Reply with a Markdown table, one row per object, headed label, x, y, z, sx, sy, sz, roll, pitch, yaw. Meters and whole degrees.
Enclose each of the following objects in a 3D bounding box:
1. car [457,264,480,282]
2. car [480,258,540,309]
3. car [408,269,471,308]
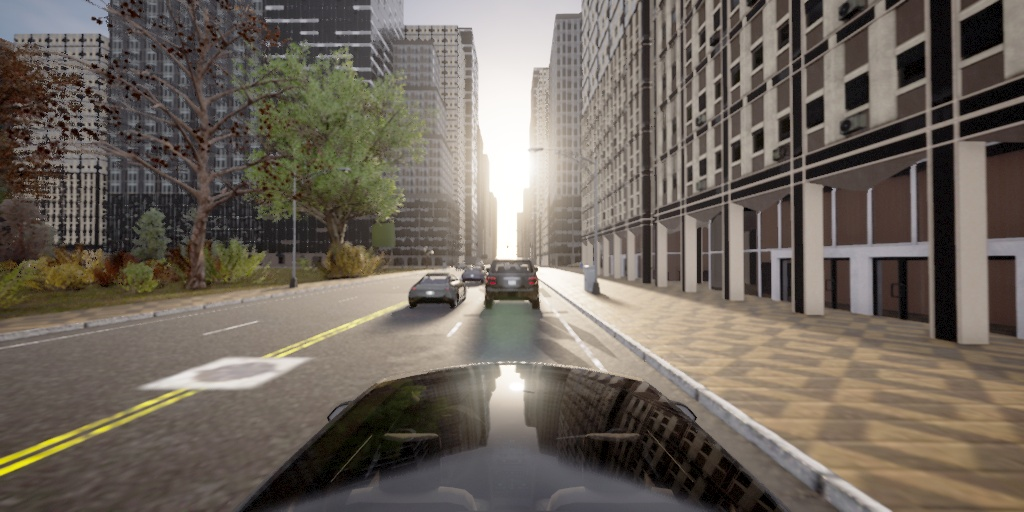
| label | x | y | z | sx | sy | sz | roll | pitch | yaw |
| --- | --- | --- | --- | --- | --- | --- | --- | --- | --- |
| car | -3.233 | 1.604 | 31.178 | 1.994 | 1.385 | 4.181 | 0 | -1 | 0 |
| car | 0.007 | 1.099 | 15.863 | 2.150 | 2.045 | 5.566 | 0 | 0 | 0 |
| car | -3.235 | 1.449 | 16.171 | 1.994 | 1.385 | 4.181 | 0 | -1 | 0 |
